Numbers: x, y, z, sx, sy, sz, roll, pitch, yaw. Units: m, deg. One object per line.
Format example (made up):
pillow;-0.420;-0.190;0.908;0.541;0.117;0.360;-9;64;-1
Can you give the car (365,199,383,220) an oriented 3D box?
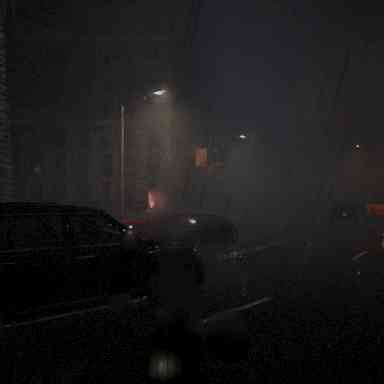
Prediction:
car;16.103;1.337;28.133;2.097;1.767;4.553;0;0;17

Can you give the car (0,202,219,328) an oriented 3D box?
car;-2.375;1.214;5.965;5.566;2.045;2.150;0;0;-37

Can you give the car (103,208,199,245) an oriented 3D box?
car;-1.842;1.586;16.411;1.895;1.301;4.718;0;0;39

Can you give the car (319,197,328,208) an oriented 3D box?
car;18.624;1.477;44.849;1.837;1.490;4.892;0;0;4

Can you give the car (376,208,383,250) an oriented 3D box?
car;8.594;1.451;12.797;1.801;1.575;5.366;0;0;37

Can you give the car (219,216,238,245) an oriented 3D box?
car;0.098;1.553;13.495;1.994;1.385;4.181;0;0;41

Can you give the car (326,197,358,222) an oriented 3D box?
car;11.937;1.462;26.463;1.882;1.535;5.008;0;0;21
